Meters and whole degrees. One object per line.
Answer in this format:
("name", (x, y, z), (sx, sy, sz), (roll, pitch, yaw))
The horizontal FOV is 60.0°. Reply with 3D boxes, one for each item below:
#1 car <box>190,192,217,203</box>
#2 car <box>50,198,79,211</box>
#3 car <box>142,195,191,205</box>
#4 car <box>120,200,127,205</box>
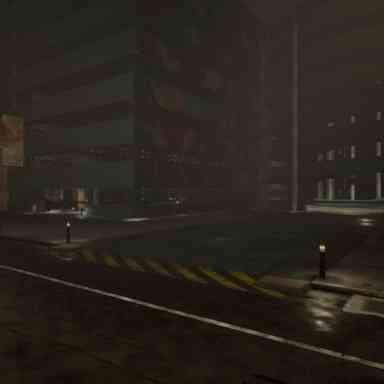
("car", (1.944, 1.029, 63.001), (5.566, 2.045, 2.435), (0, 0, 35))
("car", (-15.056, 1.413, 38.158), (4.786, 1.482, 2.161), (0, 0, 35))
("car", (-2.712, 1.320, 34.498), (4.674, 1.452, 2.002), (0, 0, 35))
("car", (-8.033, 1.463, 47.401), (4.718, 1.301, 1.895), (0, 0, 35))
